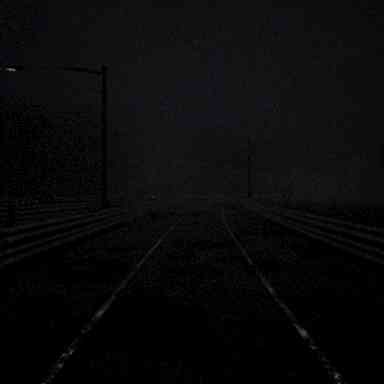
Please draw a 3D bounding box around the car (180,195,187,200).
[{"bbox_3d":[-1.840,1.444,91.472,2.033,1.411,5.357,0,0,17],"label":"car"}]

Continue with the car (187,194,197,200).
[{"bbox_3d":[1.056,1.375,88.943,1.882,1.535,5.008,0,0,16],"label":"car"}]

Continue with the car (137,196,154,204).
[{"bbox_3d":[-7.829,1.388,56.323,1.994,1.385,4.181,0,0,14],"label":"car"}]

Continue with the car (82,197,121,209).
[{"bbox_3d":[-9.162,1.271,35.518,2.128,1.511,4.902,0,0,13],"label":"car"}]

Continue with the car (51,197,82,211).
[{"bbox_3d":[-12.659,1.305,35.878,1.812,1.442,4.674,0,0,13],"label":"car"}]

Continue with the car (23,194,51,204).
[{"bbox_3d":[-16.182,1.132,36.200,2.097,1.767,4.553,0,0,13],"label":"car"}]

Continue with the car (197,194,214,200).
[{"bbox_3d":[3.410,1.438,84.525,1.994,1.385,4.181,0,0,16],"label":"car"}]
